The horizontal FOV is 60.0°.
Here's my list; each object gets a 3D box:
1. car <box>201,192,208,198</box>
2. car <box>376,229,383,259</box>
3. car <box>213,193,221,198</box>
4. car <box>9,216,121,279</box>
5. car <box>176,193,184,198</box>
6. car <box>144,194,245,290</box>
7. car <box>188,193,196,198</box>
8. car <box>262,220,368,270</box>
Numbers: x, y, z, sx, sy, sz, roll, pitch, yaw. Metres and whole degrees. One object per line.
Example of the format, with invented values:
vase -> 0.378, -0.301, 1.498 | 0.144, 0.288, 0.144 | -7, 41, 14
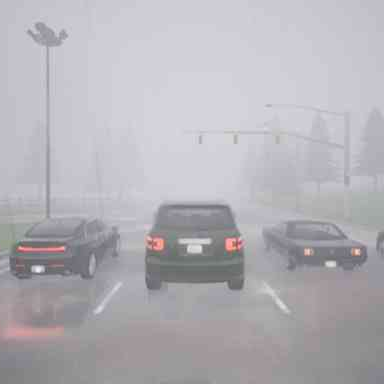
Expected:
car -> 3.548, 0.887, 93.447 | 1.882, 1.535, 5.008 | 0, 0, 0
car -> 7.076, 1.449, 9.211 | 2.128, 1.511, 4.902 | 0, 0, 0
car -> 7.048, 0.962, 93.446 | 1.994, 1.385, 4.181 | 0, 0, 0
car -> -3.422, 1.460, 9.842 | 1.837, 1.490, 4.892 | 0, 0, 0
car -> -3.452, 0.949, 93.451 | 2.033, 1.411, 5.357 | 0, 0, 0
car -> 0.074, 1.180, 9.092 | 2.150, 2.045, 5.566 | 0, 0, 0
car -> 0.048, 0.934, 93.449 | 2.128, 1.511, 4.902 | 0, 0, 0
car -> 3.585, 1.552, 10.759 | 1.895, 1.301, 4.718 | 0, 0, 0
